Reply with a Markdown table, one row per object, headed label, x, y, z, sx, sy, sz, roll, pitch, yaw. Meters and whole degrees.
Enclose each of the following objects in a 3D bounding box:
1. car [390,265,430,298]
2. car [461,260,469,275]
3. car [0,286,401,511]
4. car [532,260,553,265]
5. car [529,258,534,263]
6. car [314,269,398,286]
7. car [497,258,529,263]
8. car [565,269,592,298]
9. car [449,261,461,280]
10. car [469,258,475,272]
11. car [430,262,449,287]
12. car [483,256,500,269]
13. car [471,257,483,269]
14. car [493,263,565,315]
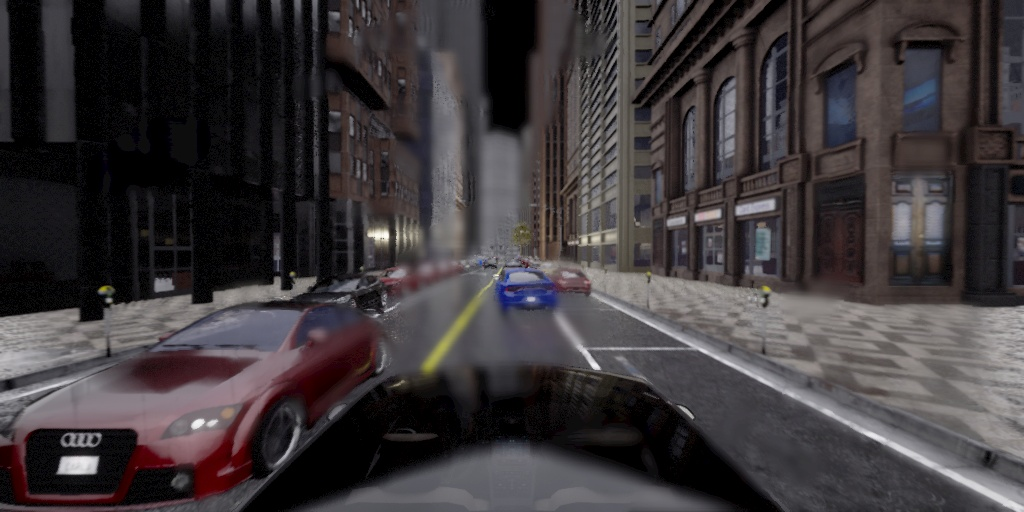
| label | x | y | z | sx | sy | sz | roll | pitch | yaw |
| --- | --- | --- | --- | --- | --- | --- | --- | --- | --- |
| car | -5.666 | 1.253 | 17.892 | 1.888 | 1.381 | 4.507 | 0 | 0 | 0 |
| car | -5.664 | 1.202 | 34.766 | 1.888 | 1.381 | 4.507 | 0 | 0 | 0 |
| car | -3.099 | 1.307 | 4.556 | 1.994 | 1.385 | 4.181 | 0 | 0 | 0 |
| car | 2.861 | 1.201 | 29.316 | 1.751 | 1.417 | 4.829 | 0 | 0 | 0 |
| car | 2.863 | 1.189 | 40.395 | 2.007 | 1.370 | 4.403 | 0 | 0 | 0 |
| car | -5.667 | 1.289 | 12.266 | 1.948 | 1.339 | 4.313 | 0 | 0 | 0 |
| car | 0.100 | 1.161 | 30.755 | 2.128 | 1.511 | 4.902 | 0 | 0 | 0 |
| car | 2.860 | 1.290 | 17.896 | 1.802 | 1.307 | 4.207 | 0 | 0 | 0 |
| car | -5.665 | 1.220 | 29.142 | 1.888 | 1.381 | 4.507 | 0 | 0 | 0 |
| car | -5.663 | 1.189 | 40.391 | 2.007 | 1.370 | 4.403 | 0 | 0 | 0 |
| car | -5.666 | 1.237 | 23.517 | 1.888 | 1.381 | 4.507 | 0 | 0 | 0 |
| car | -2.997 | 1.109 | 52.274 | 1.837 | 1.490 | 4.892 | 0 | 0 | 0 |
| car | -5.661 | 1.149 | 51.640 | 2.007 | 1.370 | 4.403 | 0 | 0 | 0 |
| car | 0.409 | 1.198 | 13.474 | 1.882 | 1.535 | 5.008 | 0 | 0 | -5 |
